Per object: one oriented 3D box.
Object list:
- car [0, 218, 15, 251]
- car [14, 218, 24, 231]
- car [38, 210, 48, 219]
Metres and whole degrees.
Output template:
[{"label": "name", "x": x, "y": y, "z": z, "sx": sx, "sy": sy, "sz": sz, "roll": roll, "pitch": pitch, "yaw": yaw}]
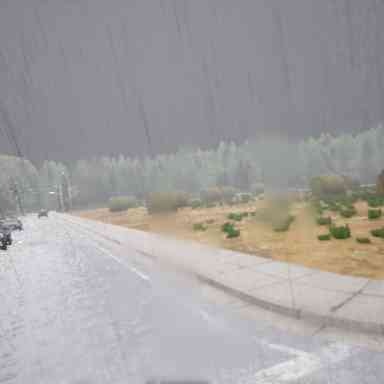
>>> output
[{"label": "car", "x": -12.101, "y": 2.589, "z": 19.775, "sx": 2.097, "sy": 1.767, "sz": 4.553, "roll": -6, "pitch": 0, "yaw": -25}, {"label": "car", "x": -19.421, "y": 3.563, "z": 35.881, "sx": 1.812, "sy": 1.442, "sz": 4.674, "roll": -6, "pitch": 0, "yaw": -25}, {"label": "car", "x": -31.079, "y": 4.566, "z": 69.352, "sx": 1.837, "sy": 1.490, "sz": 4.892, "roll": -6, "pitch": 0, "yaw": -25}]
